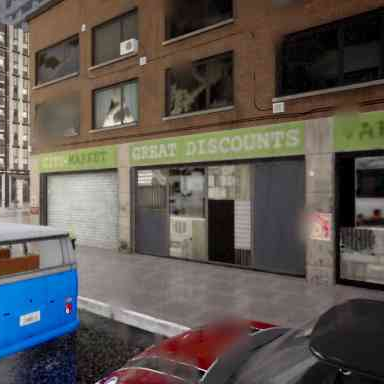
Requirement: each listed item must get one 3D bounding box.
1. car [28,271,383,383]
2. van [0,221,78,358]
[{"bbox_3d":[1.112,1.440,1.933,4.097,1.590,1.967,0,0,35],"label":"car"},{"bbox_3d":[-3.528,1.343,5.228,3.998,1.788,1.690,0,0,35],"label":"van"}]
